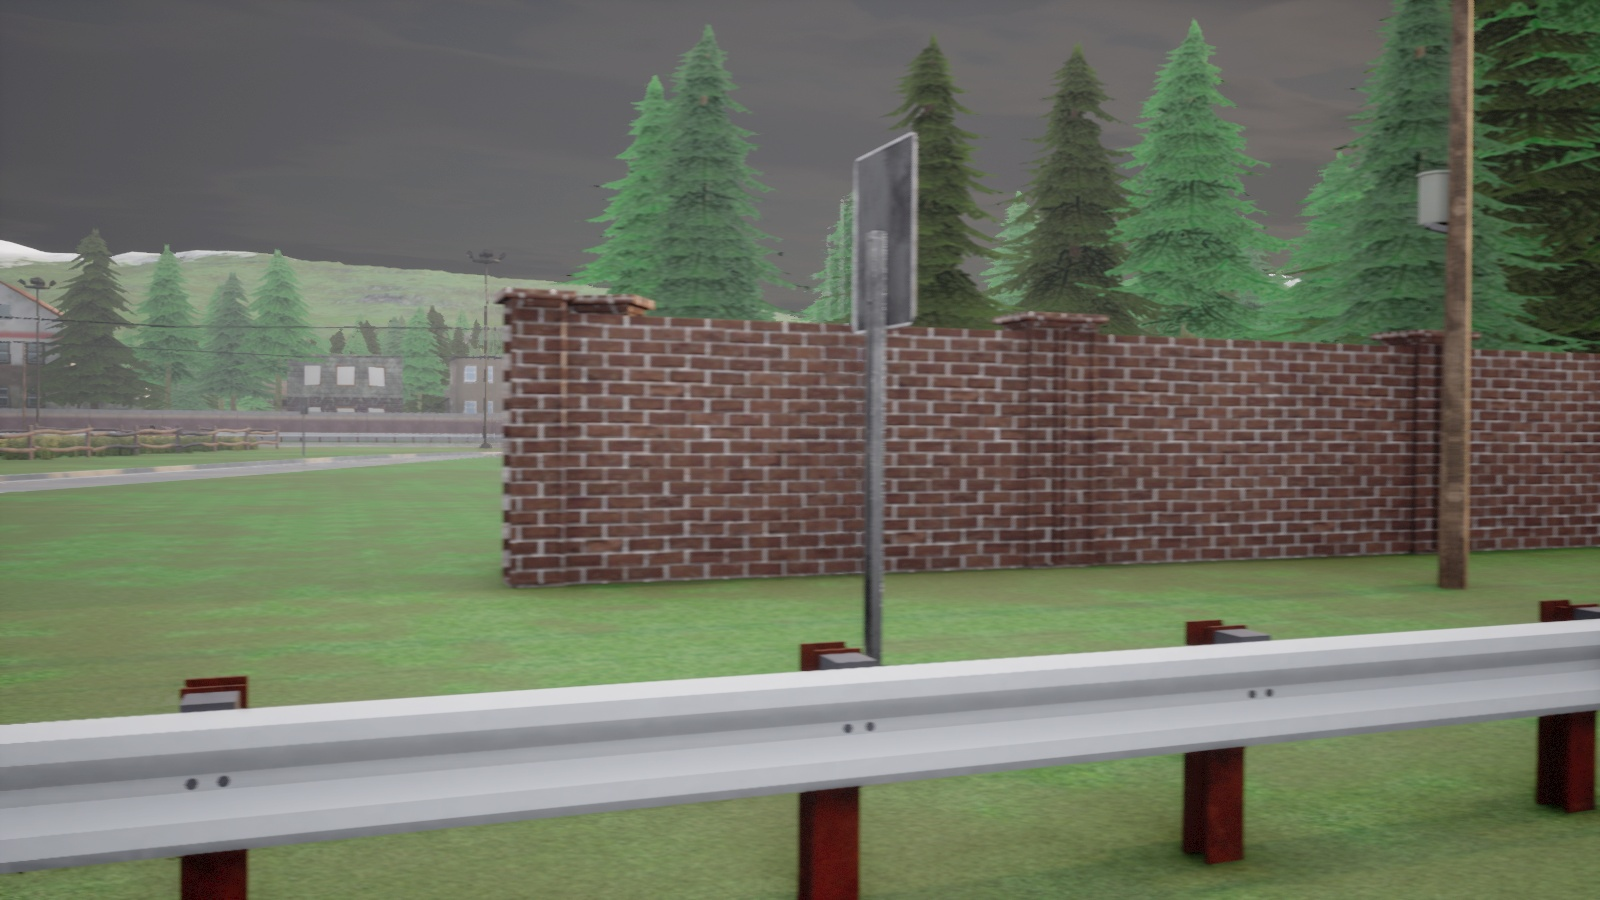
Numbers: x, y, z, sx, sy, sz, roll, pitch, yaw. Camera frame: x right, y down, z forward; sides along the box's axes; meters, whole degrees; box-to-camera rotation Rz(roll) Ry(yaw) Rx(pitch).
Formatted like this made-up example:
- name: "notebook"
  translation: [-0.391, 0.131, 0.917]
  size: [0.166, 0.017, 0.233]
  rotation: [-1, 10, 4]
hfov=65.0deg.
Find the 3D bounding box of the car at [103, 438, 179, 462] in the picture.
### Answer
- name: "car"
  translation: [-43.177, -0.027, 82.386]
  size: [4.193, 1.474, 1.816]
  rotation: [-1, 1, -21]
